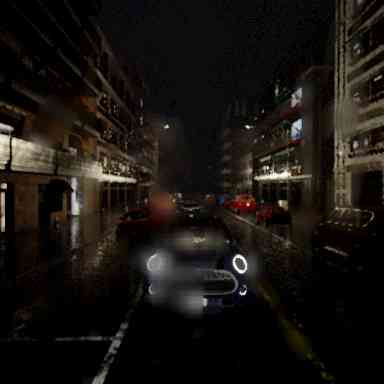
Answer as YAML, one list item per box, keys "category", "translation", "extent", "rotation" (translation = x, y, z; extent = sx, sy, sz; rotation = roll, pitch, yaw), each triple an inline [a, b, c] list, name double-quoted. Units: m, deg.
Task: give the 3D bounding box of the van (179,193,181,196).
- category: "van"
  translation: [-2.979, 1.251, 50.045]
  extent: [1.690, 1.788, 3.998]
  rotation: [-1, 0, -1]

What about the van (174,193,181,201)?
- category: "van"
  translation: [-3.389, 1.202, 78.298]
  extent: [1.690, 1.788, 3.998]
  rotation: [-1, 0, -1]

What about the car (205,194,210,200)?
- category: "car"
  translation: [4.409, 1.289, 84.117]
  extent: [1.967, 1.590, 4.097]
  rotation: [-1, 0, -1]

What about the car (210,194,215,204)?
- category: "car"
  translation: [4.818, 1.213, 55.797]
  extent: [2.192, 1.841, 5.009]
  rotation: [-1, 0, -1]

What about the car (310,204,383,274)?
- category: "car"
  translation: [5.476, 1.294, 10.487]
  extent: [2.192, 1.841, 5.009]
  rotation: [-1, 0, -1]

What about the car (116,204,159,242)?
- category: "car"
  translation: [-2.484, 1.515, 16.141]
  extent: [1.887, 1.381, 4.507]
  rotation: [-1, 0, -1]

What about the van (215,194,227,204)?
- category: "van"
  translation: [4.901, 1.249, 50.133]
  extent: [1.690, 1.788, 3.998]
  rotation: [-1, 0, -1]

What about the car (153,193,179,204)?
- category: "car"
  translation: [-2.733, 1.255, 33.092]
  extent: [2.192, 1.841, 5.009]
  rotation: [-1, 0, -1]

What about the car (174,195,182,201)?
- category: "car"
  translation: [-3.468, 1.417, 83.949]
  extent: [1.947, 1.339, 4.313]
  rotation: [-1, 0, -1]

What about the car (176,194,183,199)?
- category: "car"
  translation: [-3.630, 1.357, 95.081]
  extent: [1.752, 1.417, 4.829]
  rotation: [-1, 0, -1]

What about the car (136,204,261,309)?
- category: "car"
  translation: [0.114, 1.336, 8.070]
  extent: [2.097, 1.767, 4.553]
  rotation: [0, 0, 0]

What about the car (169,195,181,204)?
- category: "car"
  translation: [-3.142, 1.331, 61.346]
  extent: [1.967, 1.590, 4.097]
  rotation: [-1, 0, -1]

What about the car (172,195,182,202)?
- category: "car"
  translation: [-3.304, 1.422, 72.648]
  extent: [2.008, 1.369, 4.403]
  rotation: [-1, 0, -1]

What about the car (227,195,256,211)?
- category: "car"
  translation: [5.147, 1.253, 33.142]
  extent: [2.192, 1.841, 5.009]
  rotation: [-1, 0, -1]

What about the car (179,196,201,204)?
- category: "car"
  translation: [-0.162, 1.416, 33.607]
  extent: [1.882, 1.535, 5.008]
  rotation: [0, 0, -1]

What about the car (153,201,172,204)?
- category: "car"
  translation: [-2.566, 1.505, 21.791]
  extent: [1.887, 1.381, 4.507]
  rotation: [-1, 0, -1]

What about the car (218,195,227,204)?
- category: "car"
  translation: [4.986, 1.500, 44.470]
  extent: [1.802, 1.307, 4.206]
  rotation: [-1, 0, -1]

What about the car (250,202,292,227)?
- category: "car"
  translation: [5.316, 1.540, 21.815]
  extent: [1.802, 1.307, 4.206]
  rotation: [-1, 0, -1]
